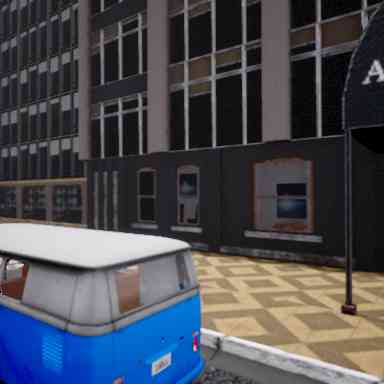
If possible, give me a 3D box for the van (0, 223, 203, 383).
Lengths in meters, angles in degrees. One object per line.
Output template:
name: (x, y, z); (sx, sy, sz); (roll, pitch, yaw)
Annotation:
van: (-1.788, 1.357, 4.146); (3.998, 1.788, 1.690); (0, 0, 35)
